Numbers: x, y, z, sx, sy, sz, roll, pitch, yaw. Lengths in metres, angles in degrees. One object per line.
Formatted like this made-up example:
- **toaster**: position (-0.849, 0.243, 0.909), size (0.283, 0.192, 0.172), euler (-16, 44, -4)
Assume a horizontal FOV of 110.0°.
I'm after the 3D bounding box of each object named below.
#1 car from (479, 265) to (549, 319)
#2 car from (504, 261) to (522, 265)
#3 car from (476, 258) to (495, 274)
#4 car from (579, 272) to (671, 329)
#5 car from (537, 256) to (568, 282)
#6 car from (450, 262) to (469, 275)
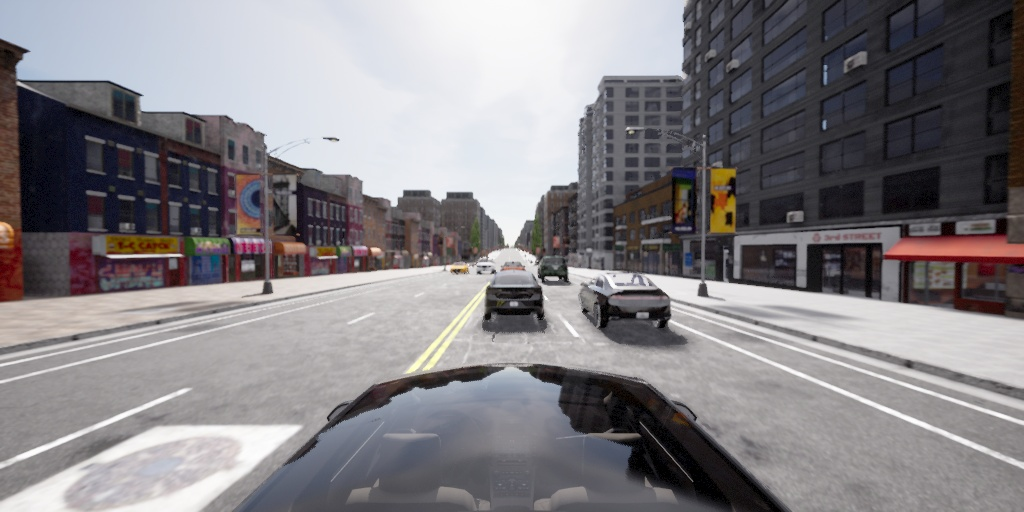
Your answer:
- **car**: position (0.077, 1.249, 12.949), size (1.882, 1.535, 5.008), euler (0, 0, 0)
- **car**: position (0.088, 1.210, 30.665), size (2.097, 1.767, 4.553), euler (0, 0, 0)
- **car**: position (-3.332, 1.281, 45.934), size (2.150, 2.045, 5.566), euler (0, -1, 0)
- **car**: position (3.319, 1.261, 11.308), size (2.128, 1.511, 4.902), euler (0, 0, 2)
- **car**: position (3.341, 1.073, 30.032), size (2.150, 2.045, 5.566), euler (0, -1, 0)
- **car**: position (-6.585, 1.524, 45.288), size (1.882, 1.535, 5.008), euler (0, -1, 0)
